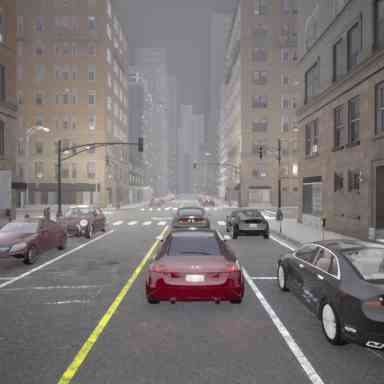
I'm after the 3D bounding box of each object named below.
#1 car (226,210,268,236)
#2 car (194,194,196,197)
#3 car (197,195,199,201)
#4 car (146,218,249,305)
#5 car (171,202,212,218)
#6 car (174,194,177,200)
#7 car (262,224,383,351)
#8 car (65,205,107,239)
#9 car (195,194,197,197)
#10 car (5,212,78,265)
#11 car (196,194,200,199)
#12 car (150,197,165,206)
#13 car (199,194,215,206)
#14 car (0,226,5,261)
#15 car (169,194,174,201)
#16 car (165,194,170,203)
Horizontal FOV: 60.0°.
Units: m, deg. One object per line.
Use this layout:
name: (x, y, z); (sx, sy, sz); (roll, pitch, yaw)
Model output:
car: (2.774, 1.567, 17.173); (1.947, 1.339, 4.313); (0, 0, 0)
car: (2.502, 1.457, 92.126); (2.192, 1.841, 5.009); (0, 0, 0)
car: (2.590, 1.607, 65.080); (2.008, 1.369, 4.403); (0, 0, 0)
car: (0.042, 1.564, 8.168); (1.994, 1.385, 4.181); (0, 0, -1)
car: (-0.046, 1.506, 17.081); (1.837, 1.490, 4.892); (0, 0, 0)
car: (-6.022, 1.457, 92.093); (2.192, 1.841, 5.009); (0, 0, 0)
car: (2.828, 1.551, 6.170); (2.008, 1.369, 4.403); (0, 0, 0)
car: (-5.752, 1.441, 17.131); (1.967, 1.590, 4.097); (0, 0, 0)
car: (2.520, 1.561, 86.716); (1.967, 1.590, 4.097); (0, 0, 0)
car: (-5.724, 1.582, 11.629); (1.802, 1.307, 4.206); (0, 0, 0)
car: (2.555, 1.524, 75.898); (1.967, 1.590, 4.097); (0, 0, 0)
car: (-5.901, 1.618, 54.233); (1.802, 1.307, 4.206); (0, 0, 0)
car: (2.623, 1.476, 54.263); (1.967, 1.590, 4.097); (0, 0, 0)
car: (-5.697, 1.566, 6.128); (1.947, 1.339, 4.313); (0, 0, 0)
car: (-5.986, 1.626, 81.106); (1.752, 1.417, 4.829); (0, 0, 0)
car: (-5.935, 1.607, 65.050); (2.008, 1.369, 4.403); (0, 0, 0)
